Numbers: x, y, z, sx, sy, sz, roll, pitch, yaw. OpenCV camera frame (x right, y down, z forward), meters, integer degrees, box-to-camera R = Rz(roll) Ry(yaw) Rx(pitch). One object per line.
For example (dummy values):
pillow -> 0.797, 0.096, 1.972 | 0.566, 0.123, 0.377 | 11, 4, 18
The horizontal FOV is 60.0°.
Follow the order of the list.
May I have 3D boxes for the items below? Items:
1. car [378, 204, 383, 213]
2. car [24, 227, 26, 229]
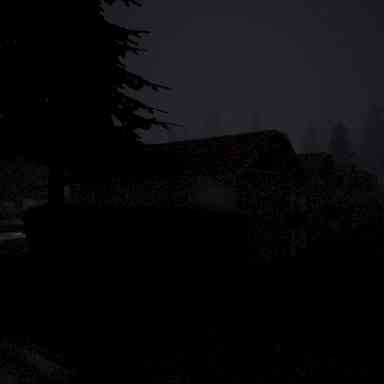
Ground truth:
car -> 22.601, 2.036, 41.491 | 4.902, 1.511, 2.128 | -1, -1, 29
car -> -9.437, 1.864, 23.760 | 2.097, 1.767, 4.553 | -1, -1, 36
